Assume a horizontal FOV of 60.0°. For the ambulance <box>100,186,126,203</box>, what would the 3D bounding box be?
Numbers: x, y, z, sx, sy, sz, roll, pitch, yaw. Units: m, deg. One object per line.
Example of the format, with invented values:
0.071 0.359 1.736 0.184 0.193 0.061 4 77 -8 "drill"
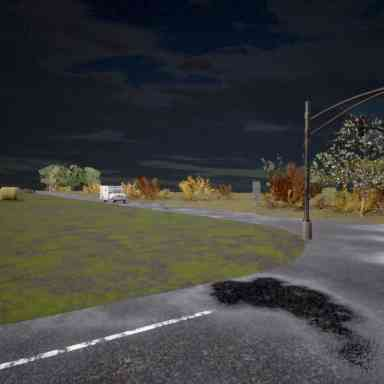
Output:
-11.873 0.341 50.071 2.351 2.431 6.366 2 0 -32 "ambulance"
